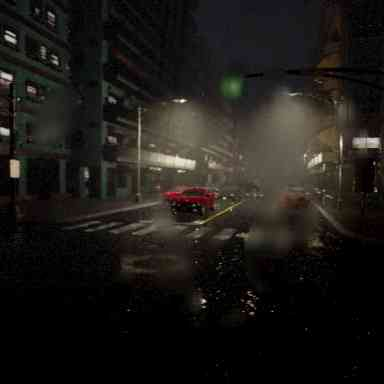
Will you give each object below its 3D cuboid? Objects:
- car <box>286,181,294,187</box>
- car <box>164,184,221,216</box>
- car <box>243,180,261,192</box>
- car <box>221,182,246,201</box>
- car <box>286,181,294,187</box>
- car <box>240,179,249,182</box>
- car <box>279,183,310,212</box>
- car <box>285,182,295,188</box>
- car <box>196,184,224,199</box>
[{"bbox_3d":[24.339,-1.990,82.646,1.887,1.381,4.507,2,3,16],"label":"car"},{"bbox_3d":[0.220,0.484,20.541,1.882,1.535,5.008,1,3,16],"label":"car"},{"bbox_3d":[9.795,-0.804,53.122,1.994,1.385,4.181,1,3,16],"label":"car"},{"bbox_3d":[3.687,0.048,32.455,2.033,1.411,5.357,1,3,16],"label":"car"},{"bbox_3d":[25.922,-2.194,88.082,1.947,1.339,4.313,2,3,16],"label":"car"},{"bbox_3d":[9.965,-1.507,63.233,2.192,1.841,5.009,2,3,16],"label":"car"},{"bbox_3d":[7.037,0.414,22.838,1.967,1.590,4.097,2,3,16],"label":"car"},{"bbox_3d":[21.174,-1.534,71.778,2.008,1.369,4.403,2,3,16],"label":"car"},{"bbox_3d":[2.047,-0.128,36.073,2.008,1.369,4.403,2,3,16],"label":"car"}]
